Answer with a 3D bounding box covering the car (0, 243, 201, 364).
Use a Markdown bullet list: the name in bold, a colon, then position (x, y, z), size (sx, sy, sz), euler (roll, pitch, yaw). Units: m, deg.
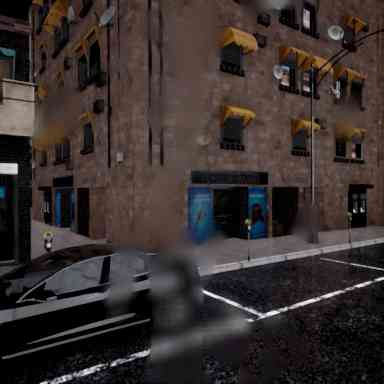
- **car**: position (-1.837, 1.566, 5.256), size (4.313, 1.339, 1.947), euler (0, 0, -36)
